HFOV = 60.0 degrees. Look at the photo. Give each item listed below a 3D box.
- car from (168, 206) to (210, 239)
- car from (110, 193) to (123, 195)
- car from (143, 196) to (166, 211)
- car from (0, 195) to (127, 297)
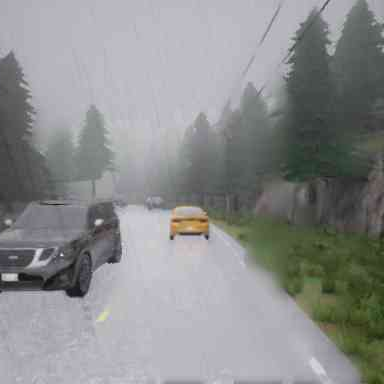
[{"bbox_3d":[-0.232,1.468,17.304,1.882,1.535,5.008,0,0,-4],"label":"car"},{"bbox_3d":[-11.012,1.197,48.932,2.150,2.045,5.566,0,0,-22],"label":"car"},{"bbox_3d":[-4.715,1.330,41.220,2.097,1.767,4.553,0,0,-17],"label":"car"},{"bbox_3d":[-3.365,1.218,8.901,2.150,2.045,5.566,0,0,0],"label":"car"}]
